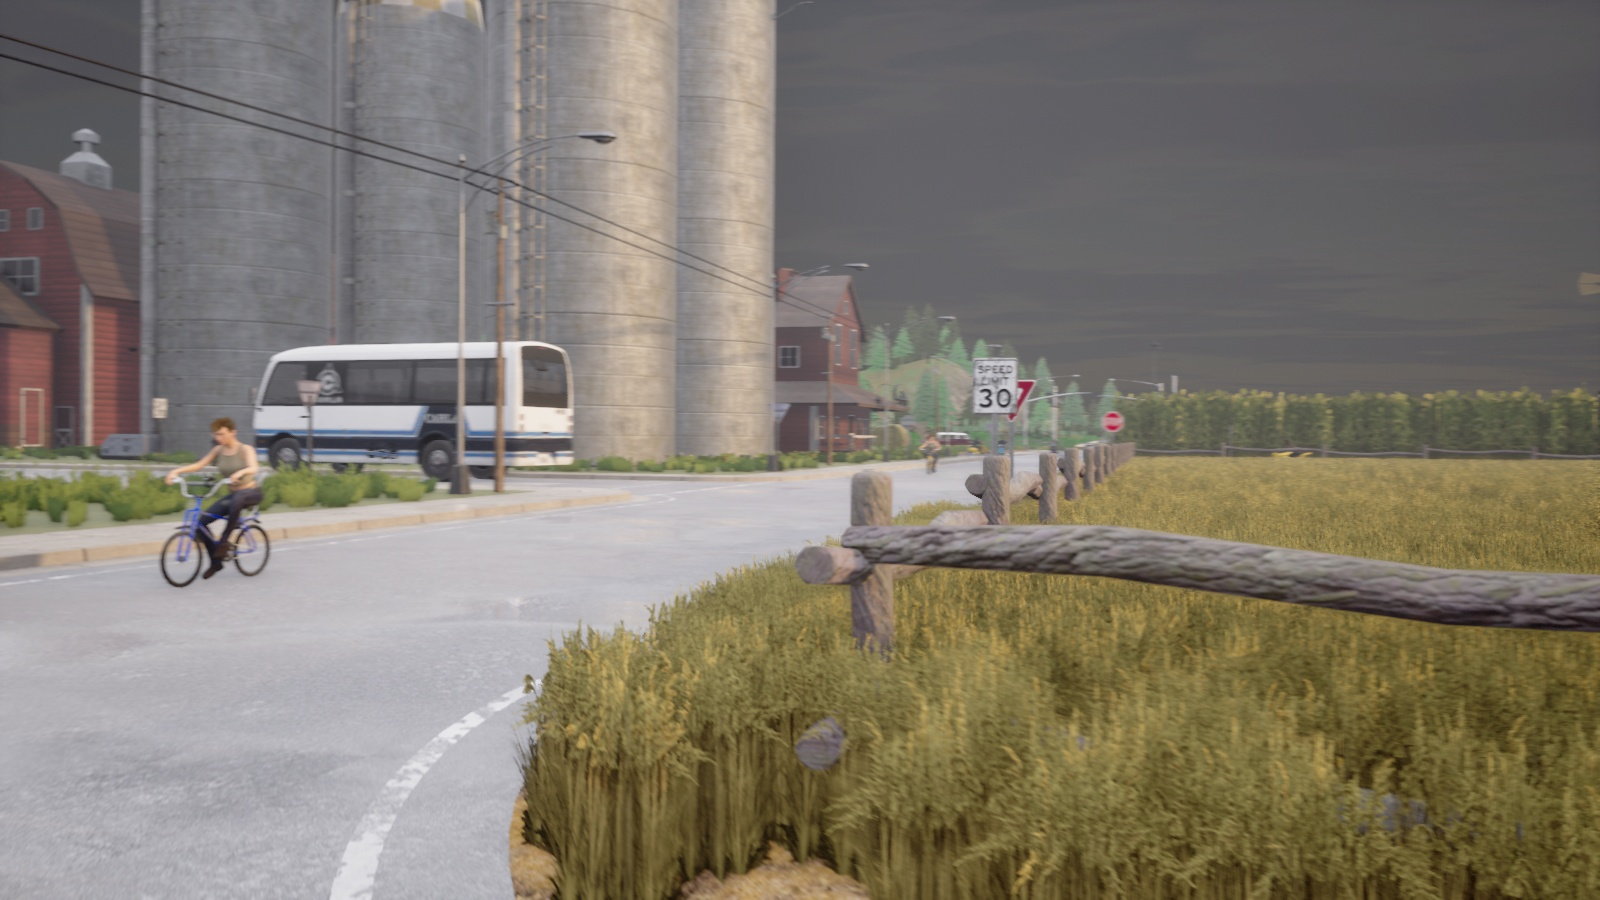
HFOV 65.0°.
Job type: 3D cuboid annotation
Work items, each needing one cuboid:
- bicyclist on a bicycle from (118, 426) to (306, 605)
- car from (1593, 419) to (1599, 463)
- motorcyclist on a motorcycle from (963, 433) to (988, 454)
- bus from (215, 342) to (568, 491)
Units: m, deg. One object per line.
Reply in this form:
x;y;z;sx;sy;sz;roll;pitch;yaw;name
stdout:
-5.667;0.586;12.202;0.866;1.612;1.509;0;1;15;bicyclist on a bicycle
35.695;-0.389;52.535;3.866;1.878;1.905;-1;1;16;car
13.162;-0.489;94.305;1.817;1.590;0.866;0;0;9;motorcyclist on a motorcycle
-12.854;-0.962;39.555;10.273;4.253;3.944;0;1;20;bus
